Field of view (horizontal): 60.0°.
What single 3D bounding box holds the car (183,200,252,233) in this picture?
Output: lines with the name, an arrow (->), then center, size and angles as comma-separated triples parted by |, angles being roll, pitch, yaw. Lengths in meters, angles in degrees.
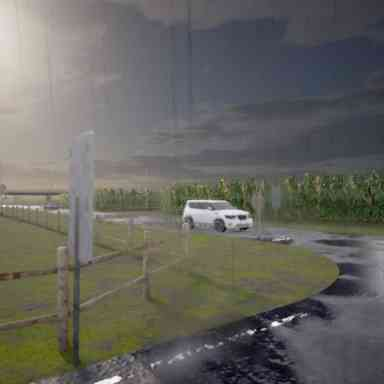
car -> 1.536, 1.545, 22.390 | 2.150, 2.045, 5.566 | 1, -1, -35

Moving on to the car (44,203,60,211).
car -> -25.841, 2.722, 61.338 | 1.994, 1.385, 4.181 | 1, -2, -35
